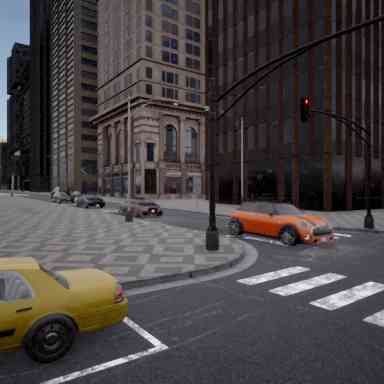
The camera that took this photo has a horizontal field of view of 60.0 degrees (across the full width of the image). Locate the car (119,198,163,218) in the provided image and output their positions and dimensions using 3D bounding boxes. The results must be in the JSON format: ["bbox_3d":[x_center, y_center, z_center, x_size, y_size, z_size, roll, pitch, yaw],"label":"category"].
[{"bbox_3d":[-3.904,1.138,25.212,1.994,1.385,4.181,0,1,-35],"label":"car"}]

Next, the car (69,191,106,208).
[{"bbox_3d":[-10.794,0.895,34.842,2.033,1.411,5.357,0,1,-35],"label":"car"}]

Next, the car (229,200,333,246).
[{"bbox_3d":[3.749,1.182,14.515,2.097,1.767,4.553,0,1,-36],"label":"car"}]

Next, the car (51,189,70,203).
[{"bbox_3d":[-16.691,0.662,43.132,1.837,1.490,4.892,0,1,-36],"label":"car"}]

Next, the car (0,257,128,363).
[{"bbox_3d":[-3.276,1.525,4.312,4.829,1.417,1.752,0,0,-35],"label":"car"}]

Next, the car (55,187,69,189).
[{"bbox_3d":[-21.947,0.132,55.746,2.150,2.045,5.566,0,1,-36],"label":"car"}]
